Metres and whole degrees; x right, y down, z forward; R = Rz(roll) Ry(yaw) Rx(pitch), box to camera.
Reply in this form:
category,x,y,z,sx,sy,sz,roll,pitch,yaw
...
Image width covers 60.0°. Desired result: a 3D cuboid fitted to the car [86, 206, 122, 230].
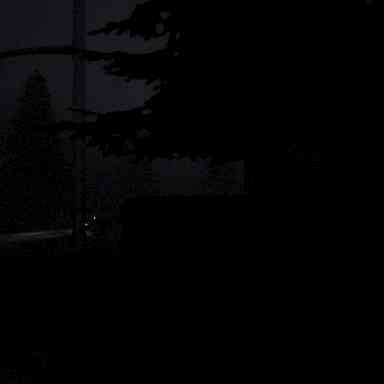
category,x,y,z,sx,sy,sz,roll,pitch,yaw
car,-4.935,1.586,21.338,1.895,1.301,4.718,0,0,36
